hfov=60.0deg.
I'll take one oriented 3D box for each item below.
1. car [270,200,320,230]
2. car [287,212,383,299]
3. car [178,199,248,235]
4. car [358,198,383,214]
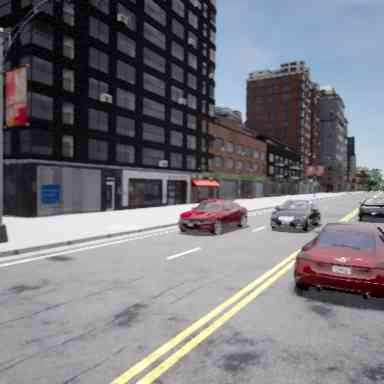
[{"bbox_3d":[5.724,1.182,18.013,2.128,1.511,4.902,1,1,30],"label":"car"},{"bbox_3d":[3.891,1.436,8.103,1.994,1.385,4.181,1,1,30],"label":"car"},{"bbox_3d":[1.203,1.139,16.736,1.882,1.535,5.008,1,1,30],"label":"car"},{"bbox_3d":[12.746,1.163,23.143,2.128,1.511,4.902,1,1,30],"label":"car"}]
